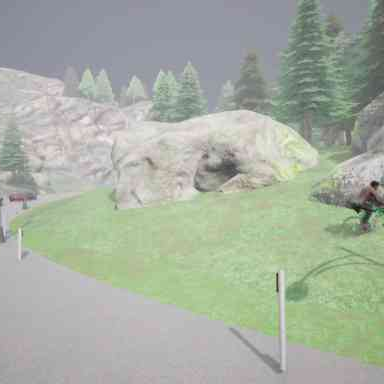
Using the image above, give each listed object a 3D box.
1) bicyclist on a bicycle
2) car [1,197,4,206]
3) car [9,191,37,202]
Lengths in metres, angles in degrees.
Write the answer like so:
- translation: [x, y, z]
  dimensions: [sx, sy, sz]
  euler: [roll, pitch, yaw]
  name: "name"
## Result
- translation: [4.957, 0.516, 9.319]
  dimensions: [1.656, 1.620, 0.582]
  euler: [-6, 10, -6]
  name: "bicyclist on a bicycle"
- translation: [-20.914, 0.784, 34.037]
  dimensions: [1.882, 1.535, 5.008]
  euler: [0, 2, -11]
  name: "car"
- translation: [-22.209, 0.503, 43.875]
  dimensions: [1.994, 1.385, 4.181]
  euler: [0, 2, 0]
  name: "car"
